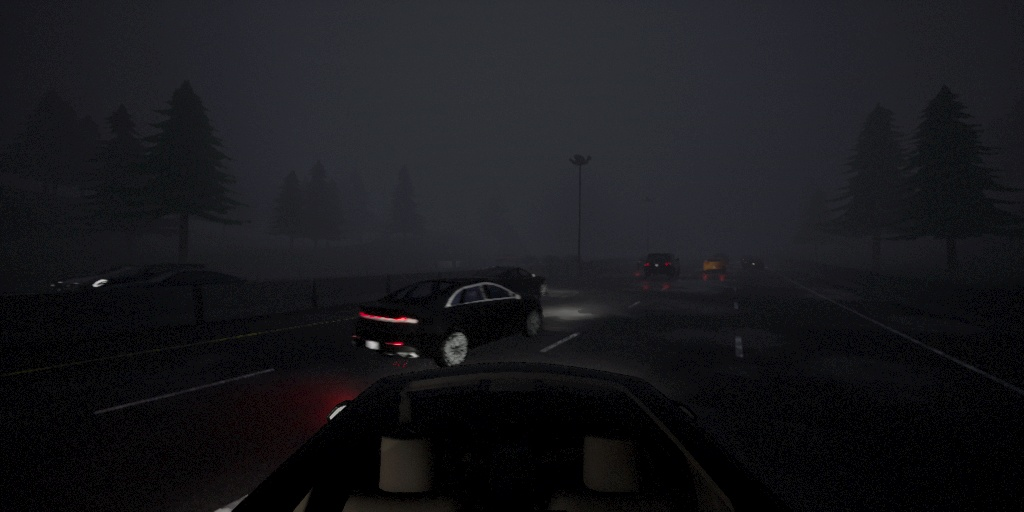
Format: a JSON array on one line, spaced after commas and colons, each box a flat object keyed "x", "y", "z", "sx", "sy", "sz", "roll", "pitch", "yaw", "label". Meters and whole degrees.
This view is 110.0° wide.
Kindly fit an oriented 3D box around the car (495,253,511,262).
[{"x": -0.684, "y": 0.319, "z": 55.412, "sx": 2.097, "sy": 1.767, "sz": 4.553, "roll": 0, "pitch": 1, "yaw": 32, "label": "car"}]

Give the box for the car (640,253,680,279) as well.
[{"x": 12.721, "y": 0.776, "z": 30.264, "sx": 2.150, "sy": 2.045, "sz": 5.566, "roll": 0, "pitch": 1, "yaw": 32, "label": "car"}]

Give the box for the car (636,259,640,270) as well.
[{"x": 16.029, "y": 0.849, "z": 42.312, "sx": 2.128, "sy": 1.511, "sz": 4.902, "roll": 0, "pitch": 1, "yaw": 32, "label": "car"}]

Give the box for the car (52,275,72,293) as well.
[{"x": -19.495, "y": 1.270, "z": 18.376, "sx": 1.812, "sy": 1.442, "sz": 4.674, "roll": 0, "pitch": 0, "yaw": 32, "label": "car"}]

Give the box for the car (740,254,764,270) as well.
[{"x": 27.836, "y": 0.814, "z": 41.460, "sx": 1.994, "sy": 1.385, "sz": 4.181, "roll": 0, "pitch": 1, "yaw": 32, "label": "car"}]

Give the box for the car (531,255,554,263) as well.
[{"x": 5.262, "y": 0.555, "z": 51.717, "sx": 2.128, "sy": 1.511, "sz": 4.902, "roll": 0, "pitch": 1, "yaw": 32, "label": "car"}]

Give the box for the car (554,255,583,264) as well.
[{"x": 8.242, "y": 0.570, "z": 49.883, "sx": 2.033, "sy": 1.411, "sz": 5.357, "roll": 0, "pitch": 1, "yaw": 32, "label": "car"}]

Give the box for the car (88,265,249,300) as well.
[{"x": -13.531, "y": 1.271, "z": 14.712, "sx": 1.812, "sy": 1.442, "sz": 4.674, "roll": 0, "pitch": 0, "yaw": 32, "label": "car"}]

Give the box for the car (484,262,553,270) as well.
[{"x": -0.177, "y": 1.202, "z": 15.993, "sx": 1.882, "sy": 1.535, "sz": 5.008, "roll": 0, "pitch": 0, "yaw": 32, "label": "car"}]

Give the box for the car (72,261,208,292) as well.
[{"x": -16.472, "y": 1.097, "z": 16.611, "sx": 2.097, "sy": 1.767, "sz": 4.553, "roll": 0, "pitch": 0, "yaw": 32, "label": "car"}]

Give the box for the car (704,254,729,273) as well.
[{"x": 20.819, "y": 0.879, "z": 36.741, "sx": 1.882, "sy": 1.535, "sz": 5.008, "roll": 0, "pitch": 1, "yaw": 32, "label": "car"}]

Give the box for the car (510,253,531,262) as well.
[{"x": 2.281, "y": 0.554, "z": 53.553, "sx": 2.128, "sy": 1.511, "sz": 4.902, "roll": 0, "pitch": 1, "yaw": 32, "label": "car"}]

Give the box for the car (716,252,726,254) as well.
[{"x": 31.312, "y": 0.308, "z": 53.780, "sx": 2.097, "sy": 1.767, "sz": 4.553, "roll": 0, "pitch": 2, "yaw": 31, "label": "car"}]

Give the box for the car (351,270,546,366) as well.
[{"x": -1.023, "y": 1.239, "z": 7.943, "sx": 2.128, "sy": 1.511, "sz": 4.902, "roll": 0, "pitch": 0, "yaw": 32, "label": "car"}]
